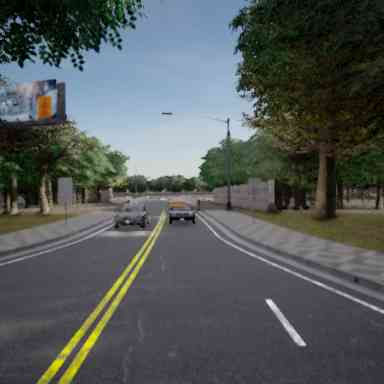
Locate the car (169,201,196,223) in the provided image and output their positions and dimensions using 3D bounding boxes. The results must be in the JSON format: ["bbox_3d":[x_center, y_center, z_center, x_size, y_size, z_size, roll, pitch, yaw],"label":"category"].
[{"bbox_3d":[-0.781,1.605,25.180,1.895,1.301,4.718,0,0,-3],"label":"car"}]

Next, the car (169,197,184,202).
[{"bbox_3d":[-1.787,1.495,41.775,1.882,1.535,5.008,0,0,-5],"label":"car"}]

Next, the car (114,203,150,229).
[{"bbox_3d":[-3.808,1.521,21.682,1.837,1.490,4.892,0,-1,-2],"label":"car"}]

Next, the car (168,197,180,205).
[{"bbox_3d":[-3.304,1.637,60.218,1.895,1.301,4.718,0,0,-4],"label":"car"}]
